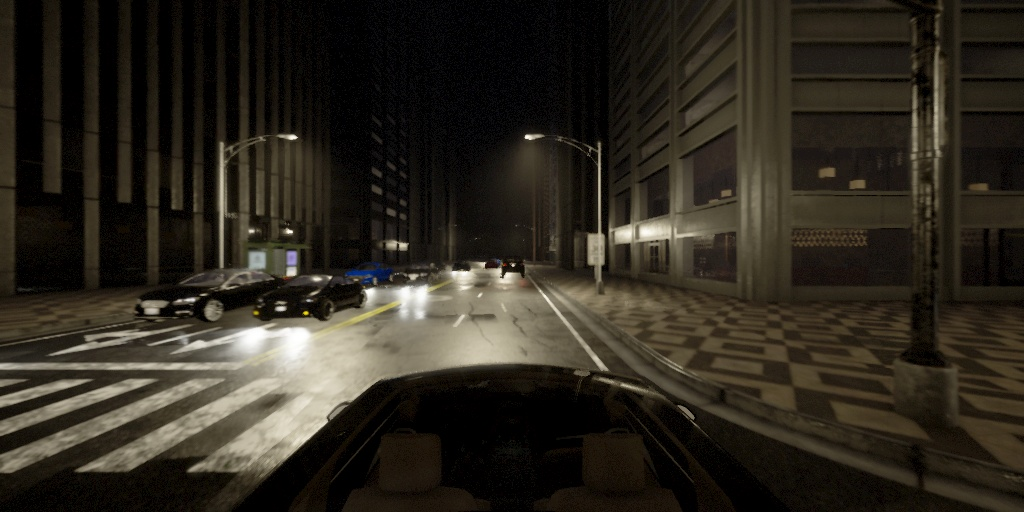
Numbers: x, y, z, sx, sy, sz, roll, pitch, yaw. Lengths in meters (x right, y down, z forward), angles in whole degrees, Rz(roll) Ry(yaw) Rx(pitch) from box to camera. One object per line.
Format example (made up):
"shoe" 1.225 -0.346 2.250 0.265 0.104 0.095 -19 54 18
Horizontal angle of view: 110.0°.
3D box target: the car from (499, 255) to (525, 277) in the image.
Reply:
"car" 0.107 0.966 35.169 2.150 2.045 5.566 0 0 0

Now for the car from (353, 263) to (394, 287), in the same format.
"car" -9.838 1.226 25.065 1.882 1.535 5.008 0 0 0

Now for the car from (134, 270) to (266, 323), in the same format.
"car" -9.843 1.240 12.256 2.128 1.511 4.902 0 0 0

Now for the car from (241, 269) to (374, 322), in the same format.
"car" -6.594 1.313 12.213 1.994 1.385 4.181 0 0 0

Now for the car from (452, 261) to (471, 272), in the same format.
"car" -6.491 1.322 46.572 1.994 1.385 4.181 0 0 0

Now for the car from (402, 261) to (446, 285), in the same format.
"car" -6.586 1.241 26.388 2.128 1.511 4.902 0 0 0

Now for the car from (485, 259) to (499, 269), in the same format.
"car" -3.177 1.320 55.986 1.994 1.385 4.181 0 0 0
